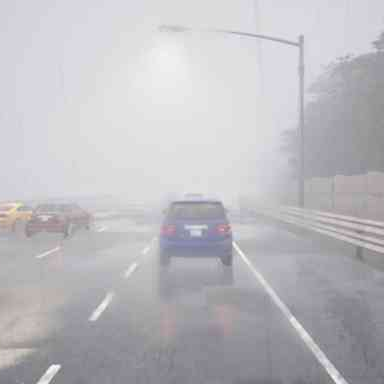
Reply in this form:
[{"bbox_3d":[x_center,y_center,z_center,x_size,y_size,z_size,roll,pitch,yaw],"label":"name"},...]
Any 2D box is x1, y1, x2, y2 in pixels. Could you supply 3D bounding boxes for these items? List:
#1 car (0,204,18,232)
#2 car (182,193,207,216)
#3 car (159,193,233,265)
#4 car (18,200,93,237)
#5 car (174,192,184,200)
[{"bbox_3d":[-10.350,1.407,19.451,1.882,1.535,5.008,0,0,0],"label":"car"},{"bbox_3d":[0.228,1.100,31.847,2.150,2.045,5.566,0,0,1],"label":"car"},{"bbox_3d":[0.121,1.184,11.618,2.150,2.045,5.566,0,0,0],"label":"car"},{"bbox_3d":[-6.858,1.289,17.665,2.097,1.767,4.553,0,0,0],"label":"car"},{"bbox_3d":[-3.195,0.996,82.850,2.097,1.767,4.553,0,1,0],"label":"car"}]
